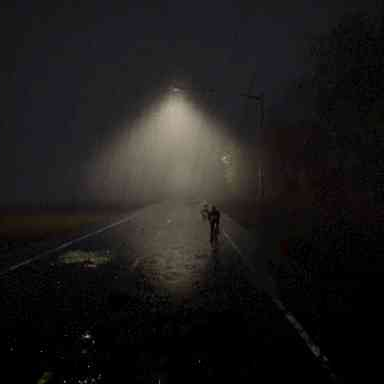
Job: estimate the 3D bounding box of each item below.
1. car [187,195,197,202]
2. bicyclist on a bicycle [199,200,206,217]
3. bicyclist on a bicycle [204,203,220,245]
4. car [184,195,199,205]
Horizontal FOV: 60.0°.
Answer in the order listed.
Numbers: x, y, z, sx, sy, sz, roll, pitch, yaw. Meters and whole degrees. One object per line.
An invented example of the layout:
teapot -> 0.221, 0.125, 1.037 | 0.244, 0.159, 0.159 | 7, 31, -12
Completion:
car -> 0.004, 1.367, 73.722 | 1.994, 1.385, 4.181 | 0, 0, 0
bicyclist on a bicycle -> 0.928, 1.375, 24.269 | 0.866, 1.612, 1.509 | 0, 0, 0
bicyclist on a bicycle -> 0.964, 1.417, 14.272 | 0.582, 1.620, 1.656 | 0, 0, 0
car -> 0.102, 1.333, 57.102 | 1.882, 1.535, 5.008 | 0, 0, 0
